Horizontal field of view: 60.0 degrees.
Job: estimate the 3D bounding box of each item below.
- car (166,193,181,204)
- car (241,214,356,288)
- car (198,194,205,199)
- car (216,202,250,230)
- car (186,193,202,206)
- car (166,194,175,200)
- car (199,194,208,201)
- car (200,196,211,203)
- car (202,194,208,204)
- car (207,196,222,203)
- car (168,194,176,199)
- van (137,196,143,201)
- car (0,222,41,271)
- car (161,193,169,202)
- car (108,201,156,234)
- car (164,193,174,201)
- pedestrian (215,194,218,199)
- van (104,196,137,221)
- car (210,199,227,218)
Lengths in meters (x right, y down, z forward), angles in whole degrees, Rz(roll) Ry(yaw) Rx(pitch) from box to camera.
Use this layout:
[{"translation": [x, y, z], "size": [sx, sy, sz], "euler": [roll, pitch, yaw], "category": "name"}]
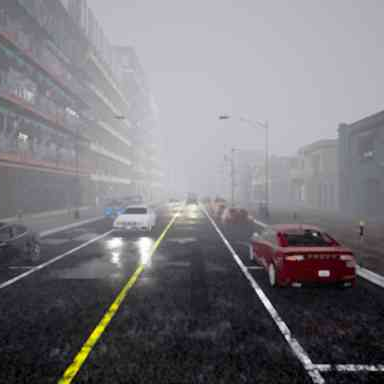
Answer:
[{"translation": [-3.029, 1.423, 60.008], "size": [1.994, 1.385, 4.181], "euler": [0, 0, 1], "category": "car"}, {"translation": [2.689, 1.516, 9.002], "size": [1.887, 1.381, 4.507], "euler": [0, 0, 0], "category": "car"}, {"translation": [2.706, 1.376, 94.453], "size": [2.008, 1.369, 4.403], "euler": [0, 0, 0], "category": "car"}, {"translation": [2.691, 1.523, 20.396], "size": [1.802, 1.307, 4.206], "euler": [0, 0, 0], "category": "car"}, {"translation": [0.011, 1.366, 50.989], "size": [2.128, 1.511, 4.902], "euler": [0, 0, 0], "category": "car"}, {"translation": [-5.677, 1.269, 88.762], "size": [1.967, 1.590, 4.097], "euler": [0, 0, 0], "category": "car"}, {"translation": [2.701, 1.279, 77.362], "size": [1.967, 1.590, 4.097], "euler": [0, 0, 0], "category": "car"}, {"translation": [2.700, 1.417, 65.970], "size": [1.947, 1.339, 4.313], "euler": [0, 0, 0], "category": "car"}, {"translation": [2.699, 1.441, 60.273], "size": [1.802, 1.307, 4.206], "euler": [0, 0, 0], "category": "car"}, {"translation": [3.007, 1.358, 37.292], "size": [1.801, 1.575, 5.366], "euler": [0, 0, 0], "category": "car"}, {"translation": [-5.675, 1.376, 94.459], "size": [2.008, 1.369, 4.403], "euler": [0, 0, 0], "category": "car"}, {"translation": [-5.688, 1.255, 31.794], "size": [1.690, 1.788, 3.998], "euler": [0, 0, 0], "category": "van"}, {"translation": [-5.692, 1.537, 9.006], "size": [1.947, 1.339, 4.313], "euler": [0, 0, 0], "category": "car"}, {"translation": [-5.680, 1.427, 71.671], "size": [1.802, 1.307, 4.206], "euler": [0, 0, 0], "category": "car"}, {"translation": [-3.108, 1.470, 18.765], "size": [1.812, 1.442, 4.674], "euler": [0, 0, 0], "category": "car"}, {"translation": [-5.679, 1.148, 83.064], "size": [2.192, 1.841, 5.009], "euler": [0, 0, 0], "category": "car"}, {"translation": [3.008, 1.189, 40.280], "size": [0.375, 1.860, 0.375], "euler": [0, 0, 0], "category": "pedestrian"}, {"translation": [-5.690, 1.268, 26.097], "size": [1.690, 1.788, 3.998], "euler": [0, 0, 0], "category": "van"}, {"translation": [2.692, 1.472, 26.093], "size": [1.887, 1.381, 4.507], "euler": [0, 0, 0], "category": "car"}]
